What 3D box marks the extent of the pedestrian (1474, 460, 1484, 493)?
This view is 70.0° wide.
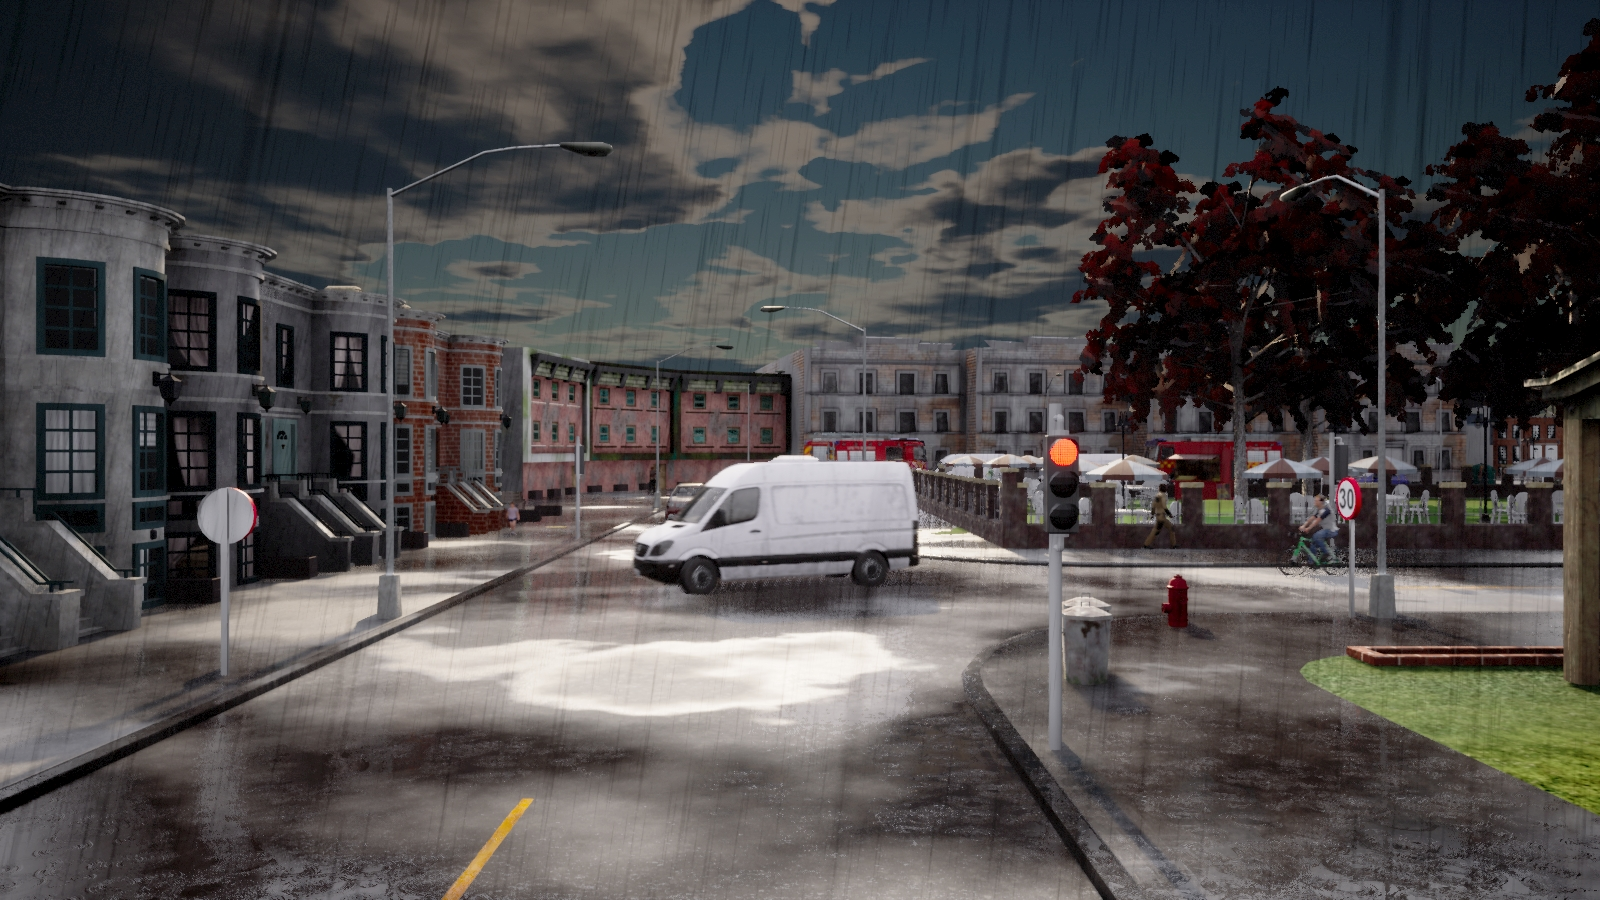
[{"bbox_3d":[39.150,1.524,65.836,0.375,1.860,0.375,0,0,5],"label":"pedestrian"}]

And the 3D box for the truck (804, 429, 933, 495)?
[{"bbox_3d":[4.295,0.672,70.228,8.468,3.827,2.891,0,0,-43],"label":"truck"}]

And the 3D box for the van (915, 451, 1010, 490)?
[{"bbox_3d":[10.550,1.314,74.428,5.915,2.561,1.988,0,0,0],"label":"van"}]

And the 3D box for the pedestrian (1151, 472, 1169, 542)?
[{"bbox_3d":[9.627,1.517,30.548,0.375,1.860,0.375,0,0,0],"label":"pedestrian"}]

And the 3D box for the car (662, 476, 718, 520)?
[{"bbox_3d":[-4.154,1.806,43.645,1.789,1.549,3.705,0,0,0],"label":"car"}]

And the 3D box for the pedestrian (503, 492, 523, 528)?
[{"bbox_3d":[-9.129,1.904,36.374,0.500,1.100,0.500,0,0,2],"label":"pedestrian"}]

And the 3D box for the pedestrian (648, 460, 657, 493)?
[{"bbox_3d":[-8.562,1.525,66.243,0.375,1.860,0.375,0,0,21],"label":"pedestrian"}]

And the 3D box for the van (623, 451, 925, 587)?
[{"bbox_3d":[-0.507,1.314,23.593,5.915,2.561,1.988,0,-1,-23],"label":"van"}]
